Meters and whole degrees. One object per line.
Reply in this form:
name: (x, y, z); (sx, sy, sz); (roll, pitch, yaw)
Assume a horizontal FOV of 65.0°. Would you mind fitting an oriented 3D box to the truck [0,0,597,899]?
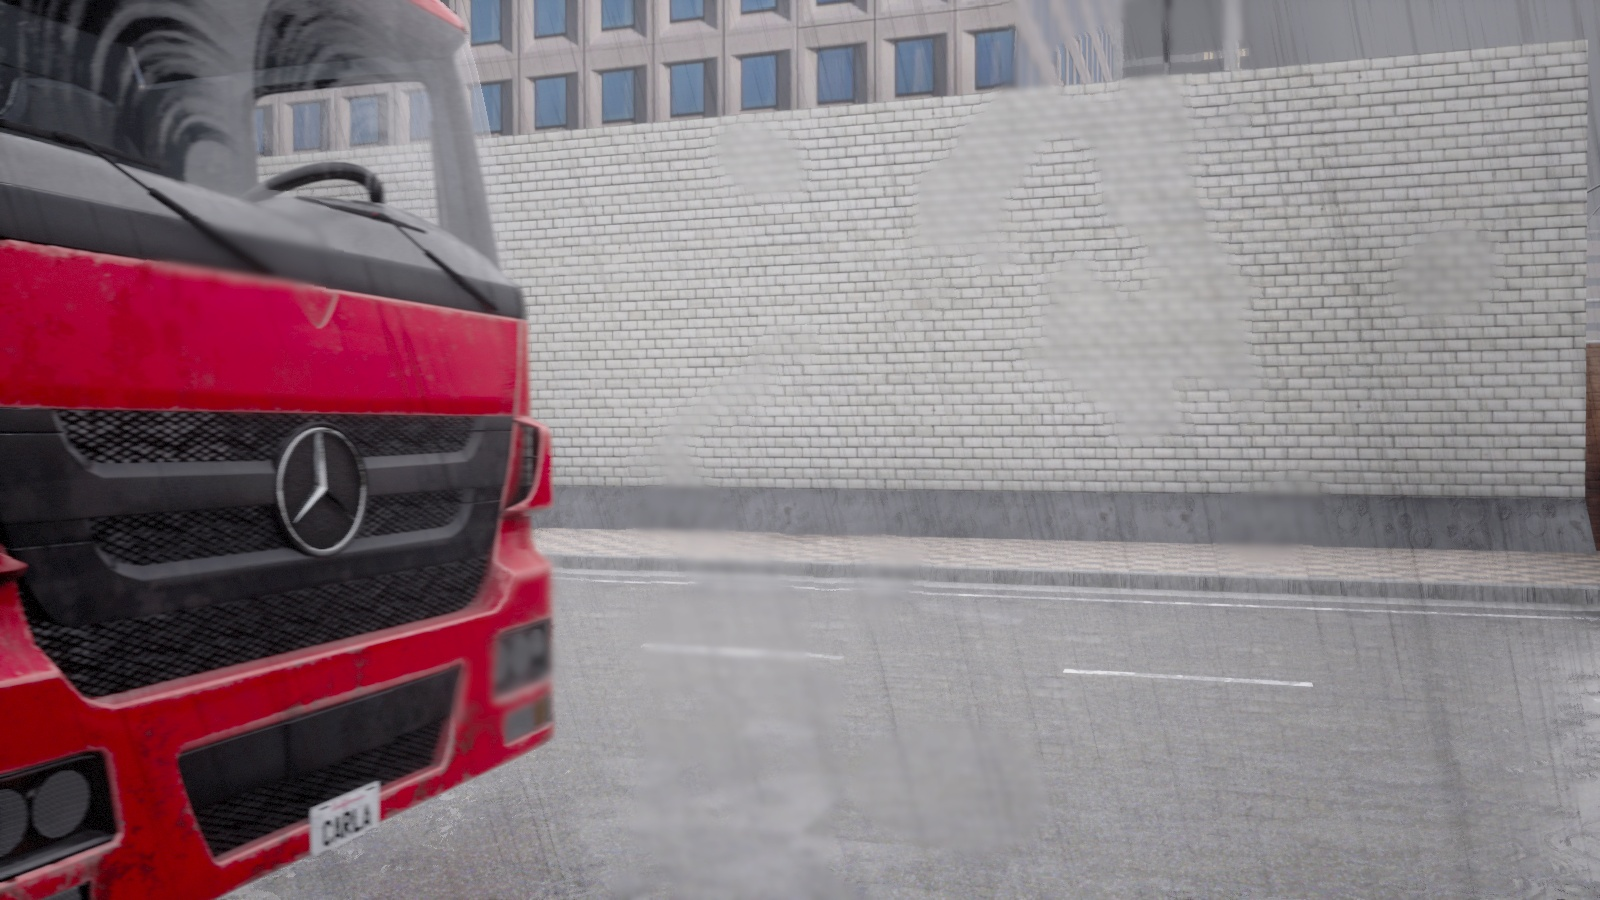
truck: (-5.029, -0.253, 4.868); (7.936, 3.462, 2.891); (1, 1, 19)
